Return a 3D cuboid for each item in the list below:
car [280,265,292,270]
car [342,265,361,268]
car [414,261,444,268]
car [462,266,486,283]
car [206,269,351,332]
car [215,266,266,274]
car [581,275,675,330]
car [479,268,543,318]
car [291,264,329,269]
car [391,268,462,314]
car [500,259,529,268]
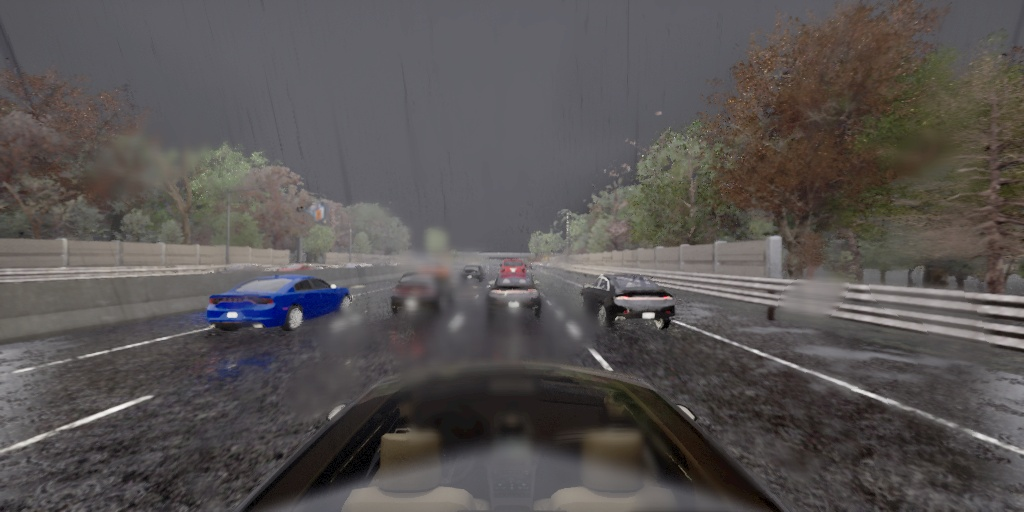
[{"bbox_3d":[-24.575,1.672,41.182,1.882,1.535,5.008,0,-1,0],"label":"car"},{"bbox_3d":[-17.582,1.696,39.093,1.812,1.442,4.674,0,-1,0],"label":"car"},{"bbox_3d":[-6.896,1.440,31.961,2.097,1.767,4.553,0,-1,0],"label":"car"},{"bbox_3d":[-3.393,1.596,32.217,1.837,1.490,4.892,0,-1,0],"label":"car"},{"bbox_3d":[-6.897,1.334,11.321,1.882,1.535,5.008,0,-1,0],"label":"car"},{"bbox_3d":[-28.086,1.698,37.362,2.033,1.411,5.357,0,-1,0],"label":"car"},{"bbox_3d":[3.504,1.344,11.643,2.128,1.511,4.902,0,-1,0],"label":"car"},{"bbox_3d":[0.102,1.373,13.667,2.128,1.511,4.902,0,-1,0],"label":"car"},{"bbox_3d":[-21.084,1.765,38.540,1.895,1.301,4.718,0,-1,0],"label":"car"},{"bbox_3d":[-3.398,1.397,14.553,1.837,1.490,4.892,0,-1,0],"label":"car"},{"bbox_3d":[0.105,1.304,31.478,2.150,2.045,5.566,0,-1,0],"label":"car"}]
